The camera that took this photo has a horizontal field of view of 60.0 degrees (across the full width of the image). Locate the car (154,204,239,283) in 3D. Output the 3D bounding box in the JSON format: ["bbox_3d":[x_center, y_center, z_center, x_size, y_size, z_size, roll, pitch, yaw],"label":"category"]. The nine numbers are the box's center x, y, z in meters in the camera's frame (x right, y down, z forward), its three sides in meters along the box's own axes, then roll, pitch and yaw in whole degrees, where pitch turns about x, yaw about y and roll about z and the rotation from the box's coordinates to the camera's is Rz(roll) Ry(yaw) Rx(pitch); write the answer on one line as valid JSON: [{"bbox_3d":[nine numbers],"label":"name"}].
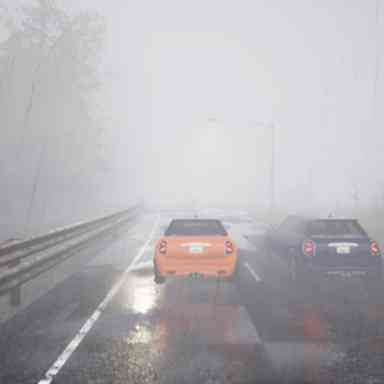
[{"bbox_3d":[0.099,1.409,10.042,2.097,1.767,4.553,0,0,0],"label":"car"}]

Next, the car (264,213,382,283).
[{"bbox_3d":[3.598,1.410,10.036,2.097,1.767,4.553,0,0,0],"label":"car"}]

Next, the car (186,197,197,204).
[{"bbox_3d":[-0.011,1.707,64.613,2.097,1.767,4.553,0,0,0],"label":"car"}]
